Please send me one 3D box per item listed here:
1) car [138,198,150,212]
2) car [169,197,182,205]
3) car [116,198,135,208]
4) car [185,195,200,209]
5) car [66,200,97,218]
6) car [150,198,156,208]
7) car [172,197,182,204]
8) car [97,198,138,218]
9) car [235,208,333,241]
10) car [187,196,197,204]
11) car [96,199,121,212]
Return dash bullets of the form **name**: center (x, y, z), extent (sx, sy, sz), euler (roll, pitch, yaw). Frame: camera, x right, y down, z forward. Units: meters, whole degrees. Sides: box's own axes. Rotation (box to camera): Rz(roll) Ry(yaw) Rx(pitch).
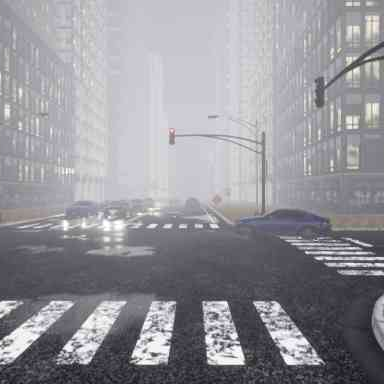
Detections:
- **car**: center (-6.611, 1.521, 39.674), extent (1.882, 1.535, 5.008), euler (0, 0, 0)
- **car**: center (-3.169, 1.592, 60.025), extent (2.128, 1.511, 4.902), euler (0, 0, 0)
- **car**: center (-9.854, 1.631, 49.452), extent (1.994, 1.385, 4.181), euler (0, 0, 0)
- **car**: center (0.084, 1.536, 46.026), extent (1.882, 1.535, 5.008), euler (0, -1, 0)
- **car**: center (-9.863, 1.503, 30.395), extent (1.882, 1.535, 5.008), euler (0, 0, 0)
- **car**: center (-6.609, 1.594, 49.721), extent (1.812, 1.442, 4.674), euler (0, 0, 0)
- **car**: center (-3.202, 1.703, 70.353), extent (1.994, 1.385, 4.181), euler (0, 0, 0)
- **car**: center (-6.609, 1.517, 30.147), extent (2.128, 1.511, 4.902), euler (0, 0, 0)
- **car**: center (4.482, 1.533, 16.568), extent (4.674, 1.442, 1.812), euler (0, 0, 20)
- **car**: center (0.040, 1.633, 66.998), extent (1.837, 1.490, 4.892), euler (0, 0, 0)
- **car**: center (-9.861, 1.607, 39.528), extent (1.994, 1.385, 4.181), euler (0, 0, 0)
